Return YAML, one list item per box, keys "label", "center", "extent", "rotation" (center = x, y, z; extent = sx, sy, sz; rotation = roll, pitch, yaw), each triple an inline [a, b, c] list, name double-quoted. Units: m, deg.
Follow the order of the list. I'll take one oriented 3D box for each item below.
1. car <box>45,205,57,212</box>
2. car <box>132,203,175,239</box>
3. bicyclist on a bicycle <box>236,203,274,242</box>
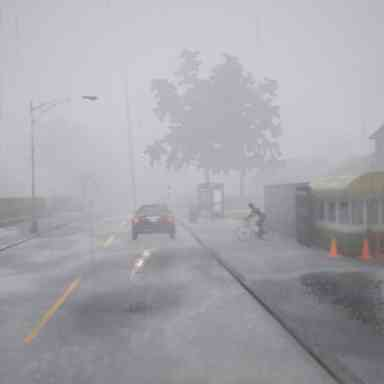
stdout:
- label: "car"
  center: [-17.474, 1.675, 35.704]
  extent: [5.357, 1.415, 2.033]
  rotation: [-1, 0, -5]
- label: "car"
  center: [-2.087, 1.369, 17.878]
  extent: [2.097, 1.767, 4.553]
  rotation: [-1, 0, -7]
- label: "bicyclist on a bicycle"
  center: [2.646, 1.271, 14.001]
  extent: [1.656, 1.620, 0.582]
  rotation: [-2, 0, -7]
